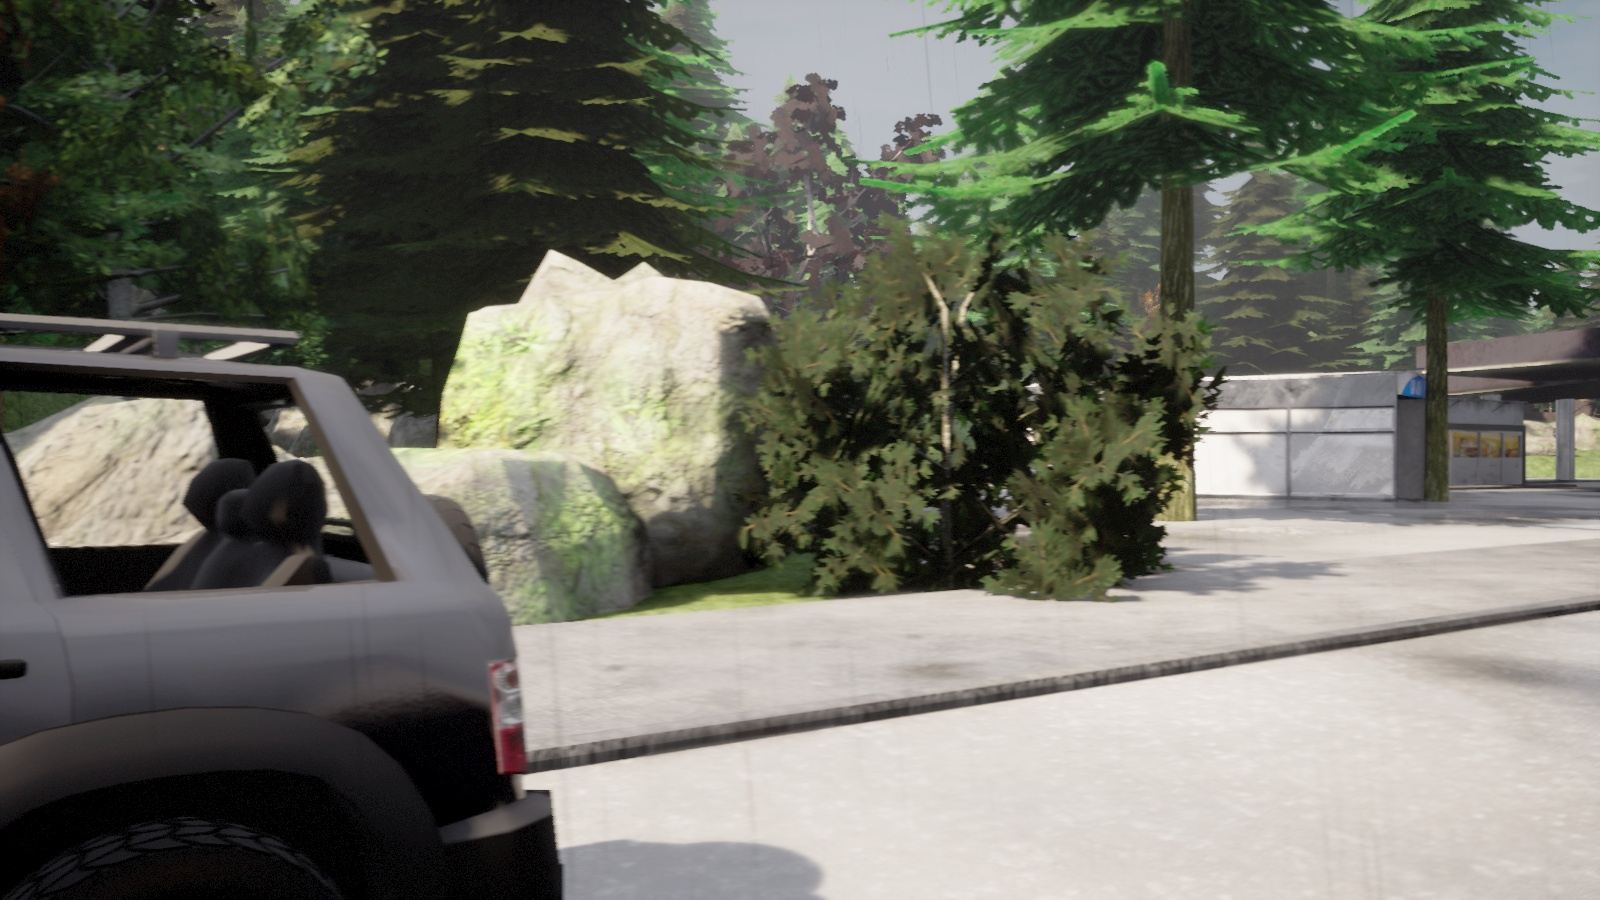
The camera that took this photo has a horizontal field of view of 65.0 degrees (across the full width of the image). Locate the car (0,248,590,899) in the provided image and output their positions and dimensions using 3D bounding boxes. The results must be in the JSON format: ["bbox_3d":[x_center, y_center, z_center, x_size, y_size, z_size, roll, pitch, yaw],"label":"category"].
[{"bbox_3d":[-2.911,0.575,2.243,4.605,1.855,1.932,1,-1,-35],"label":"car"}]
